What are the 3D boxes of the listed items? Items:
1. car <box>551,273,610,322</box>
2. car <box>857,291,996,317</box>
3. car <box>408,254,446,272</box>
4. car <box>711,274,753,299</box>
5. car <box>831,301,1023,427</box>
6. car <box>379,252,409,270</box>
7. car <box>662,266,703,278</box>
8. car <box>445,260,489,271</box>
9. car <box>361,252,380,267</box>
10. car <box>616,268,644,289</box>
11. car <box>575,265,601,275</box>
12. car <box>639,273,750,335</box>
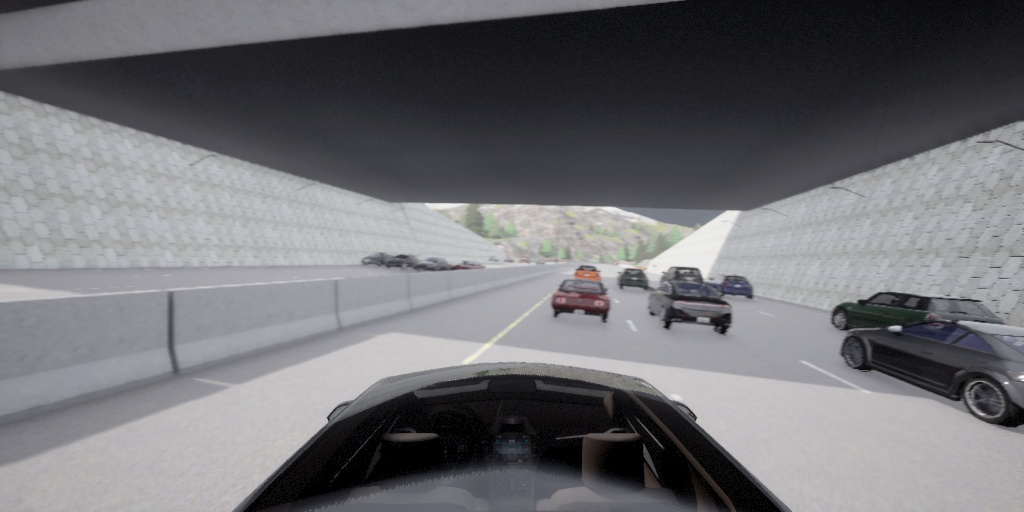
[{"bbox_3d":[2.642,1.525,13.553,1.895,1.301,4.718,4,0,13],"label":"car"},{"bbox_3d":[13.014,1.957,11.854,2.097,1.767,4.553,4,0,13],"label":"car"},{"bbox_3d":[-7.339,0.818,33.899,2.033,1.411,5.357,4,0,13],"label":"car"},{"bbox_3d":[16.480,2.187,27.442,2.097,1.767,4.553,4,0,13],"label":"car"},{"bbox_3d":[8.197,1.853,6.438,1.994,1.385,4.181,4,0,13],"label":"car"},{"bbox_3d":[-10.604,0.562,35.275,1.837,1.490,4.892,4,0,13],"label":"car"},{"bbox_3d":[12.912,1.822,27.444,2.150,2.045,5.566,4,0,13],"label":"car"},{"bbox_3d":[-4.008,1.090,32.805,1.895,1.301,4.718,4,0,13],"label":"car"},{"bbox_3d":[-13.690,0.345,37.462,2.128,1.511,4.902,4,0,13],"label":"car"},{"bbox_3d":[9.659,1.739,28.949,2.097,1.767,4.553,4,0,13],"label":"car"},{"bbox_3d":[6.249,1.515,29.706,2.097,1.767,4.553,4,0,13],"label":"car"},{"bbox_3d":[6.011,1.638,12.592,2.128,1.511,4.902,4,0,13],"label":"car"}]
